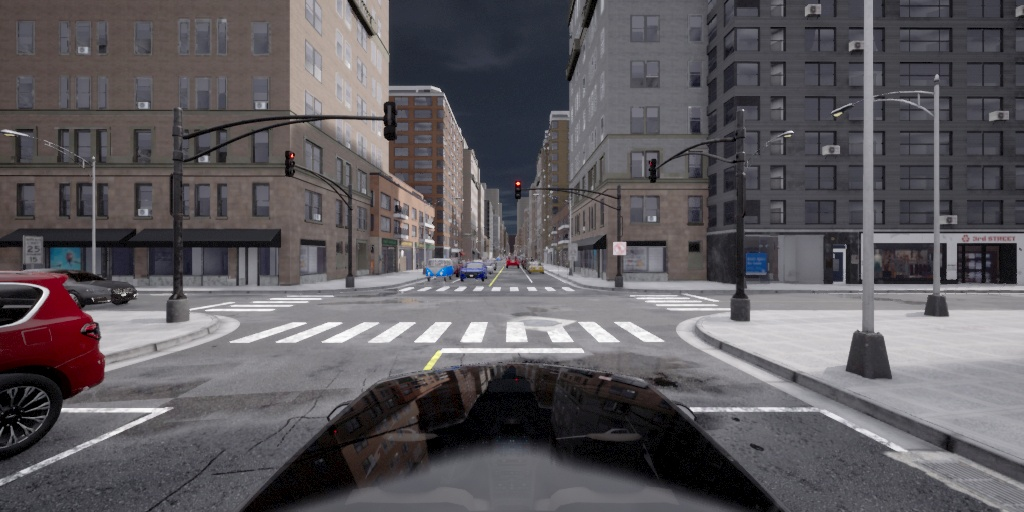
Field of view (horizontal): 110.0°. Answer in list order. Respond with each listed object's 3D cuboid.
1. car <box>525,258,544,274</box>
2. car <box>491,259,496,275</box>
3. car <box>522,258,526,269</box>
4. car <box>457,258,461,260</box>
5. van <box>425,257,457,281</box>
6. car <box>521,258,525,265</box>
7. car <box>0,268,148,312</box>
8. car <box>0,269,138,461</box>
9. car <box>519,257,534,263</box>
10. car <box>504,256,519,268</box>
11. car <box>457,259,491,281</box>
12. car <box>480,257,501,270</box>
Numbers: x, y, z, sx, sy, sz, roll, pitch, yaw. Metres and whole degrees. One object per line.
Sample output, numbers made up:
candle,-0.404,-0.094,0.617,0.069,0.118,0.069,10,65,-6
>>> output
car,2.694,1.272,40.511,1.751,1.417,4.829,0,0,0
car,-3.073,1.348,39.641,1.895,1.301,4.718,0,0,0
car,2.698,1.296,45.935,2.007,1.370,4.403,0,0,0
car,-5.836,1.062,34.727,2.192,1.841,5.009,0,0,0
van,-5.839,1.089,29.131,1.690,1.789,3.998,0,0,0
car,2.702,1.311,51.530,1.948,1.339,4.313,0,0,0
car,-17.567,1.265,13.906,4.892,1.490,1.837,0,0,-2
car,-5.857,1.065,2.183,2.192,1.841,5.009,0,0,0
car,2.706,1.059,57.124,2.192,1.841,5.009,0,0,0
car,0.140,0.962,60.644,2.150,2.045,5.566,0,0,0
car,-3.081,1.226,29.707,1.882,1.535,5.008,0,0,0
car,-3.055,1.237,49.636,2.128,1.511,4.902,0,0,0
